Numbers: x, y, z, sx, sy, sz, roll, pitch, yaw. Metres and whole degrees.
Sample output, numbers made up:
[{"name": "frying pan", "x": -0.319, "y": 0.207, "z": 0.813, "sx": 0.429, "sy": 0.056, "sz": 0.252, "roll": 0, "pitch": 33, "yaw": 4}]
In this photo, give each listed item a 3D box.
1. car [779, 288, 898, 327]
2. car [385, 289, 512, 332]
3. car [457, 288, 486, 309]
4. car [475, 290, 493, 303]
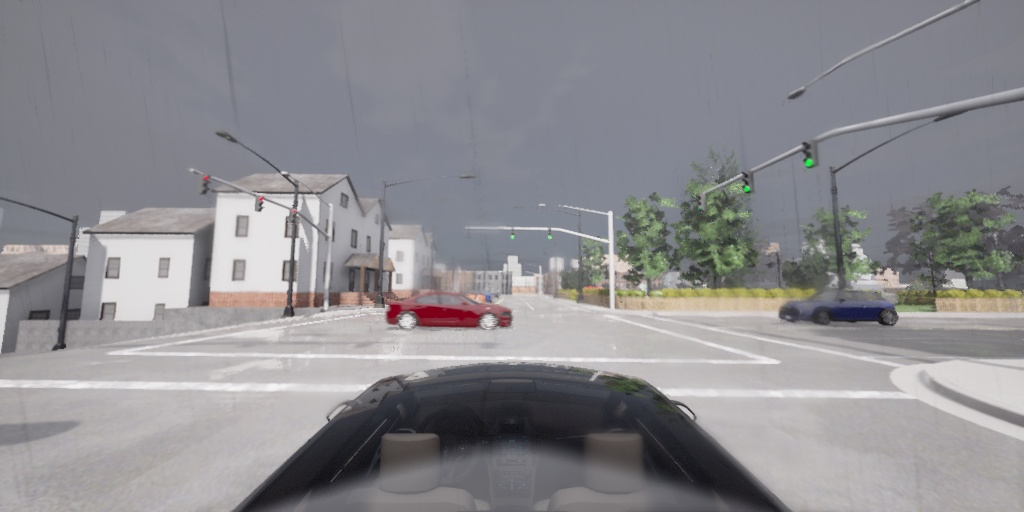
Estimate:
[{"name": "car", "x": 15.903, "y": 2.480, "z": 17.717, "sx": 4.553, "sy": 1.767, "sz": 2.097, "roll": 0, "pitch": -5, "yaw": 1}, {"name": "car", "x": -2.478, "y": 2.202, "z": 14.414, "sx": 5.008, "sy": 1.535, "sz": 1.882, "roll": 1, "pitch": -6, "yaw": 1}, {"name": "car", "x": -3.564, "y": 3.802, "z": 32.596, "sx": 2.097, "sy": 1.767, "sz": 4.553, "roll": 0, "pitch": -5, "yaw": 0}, {"name": "car", "x": -3.550, "y": 5.210, "z": 46.235, "sx": 1.882, "sy": 1.535, "sz": 5.008, "roll": 0, "pitch": -4, "yaw": 0}]
